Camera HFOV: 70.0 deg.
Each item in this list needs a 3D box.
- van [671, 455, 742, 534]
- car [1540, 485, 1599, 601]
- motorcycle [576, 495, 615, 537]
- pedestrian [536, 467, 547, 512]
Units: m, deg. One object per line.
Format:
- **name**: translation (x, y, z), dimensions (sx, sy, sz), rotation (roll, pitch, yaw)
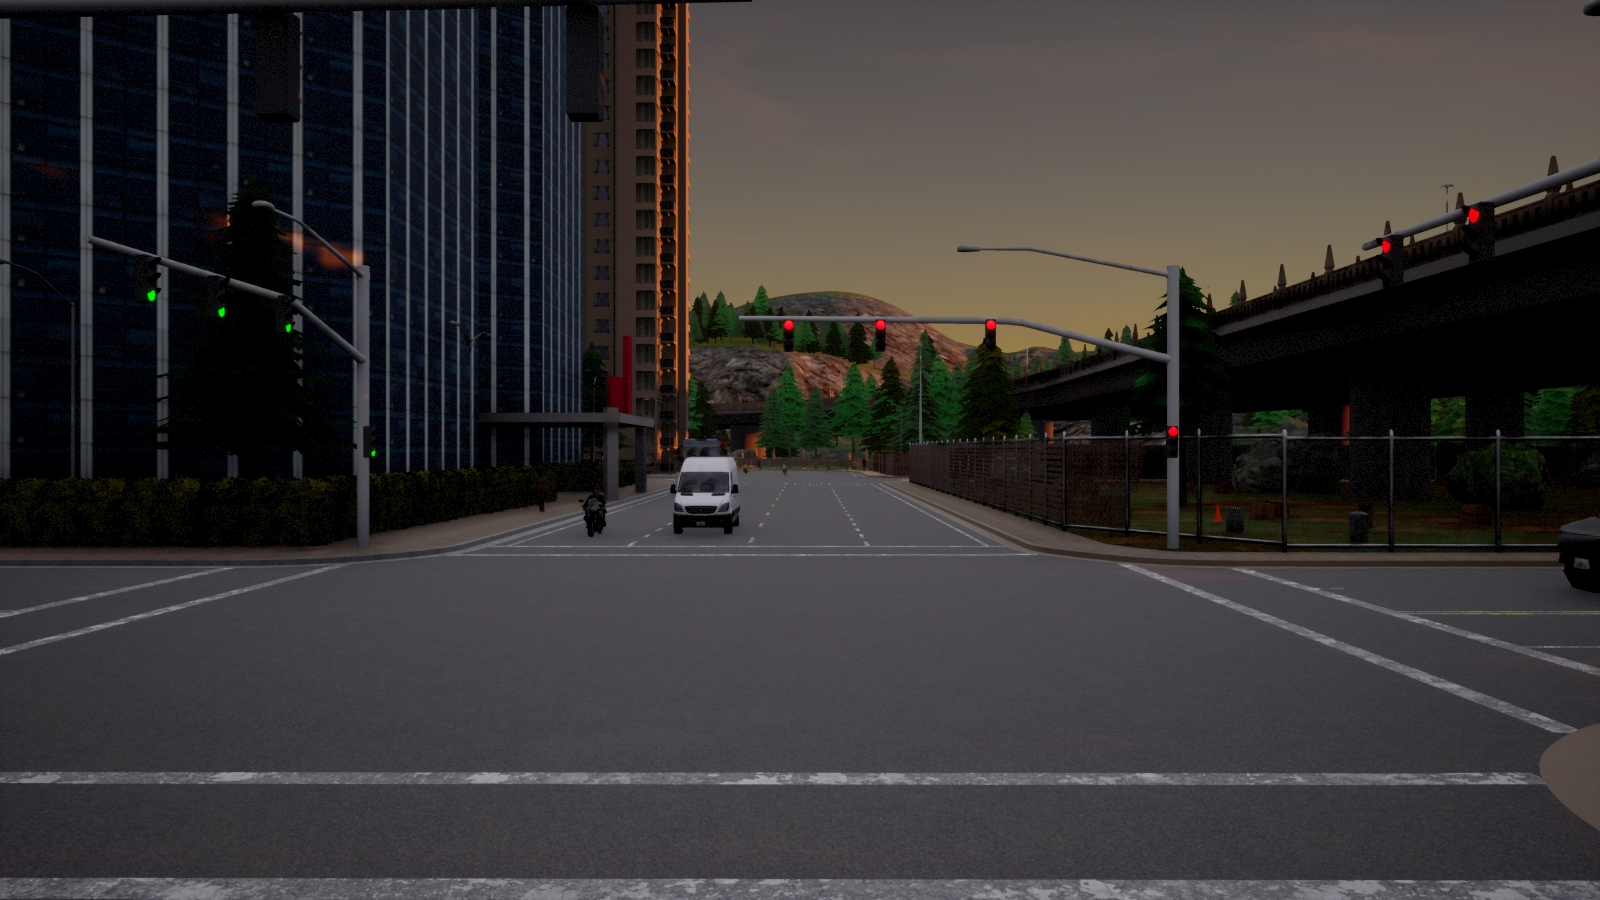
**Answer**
- **van**: translation (-3.226, 1.479, 40.346), dimensions (1.988, 2.561, 5.915), rotation (0, 0, 0)
- **car**: translation (18.018, 1.753, 21.787), dimensions (6.274, 2.098, 2.390), rotation (0, 0, 0)
- **motorcycle**: translation (-6.735, 2.150, 37.693), dimensions (0.867, 1.251, 2.209), rotation (0, 0, 0)
- **pedestrian**: translation (-10.770, 1.642, 47.590), dimensions (0.375, 1.860, 0.375), rotation (0, 0, 2)
